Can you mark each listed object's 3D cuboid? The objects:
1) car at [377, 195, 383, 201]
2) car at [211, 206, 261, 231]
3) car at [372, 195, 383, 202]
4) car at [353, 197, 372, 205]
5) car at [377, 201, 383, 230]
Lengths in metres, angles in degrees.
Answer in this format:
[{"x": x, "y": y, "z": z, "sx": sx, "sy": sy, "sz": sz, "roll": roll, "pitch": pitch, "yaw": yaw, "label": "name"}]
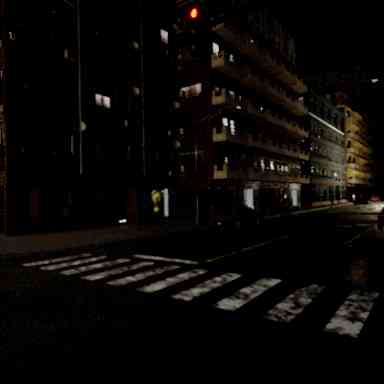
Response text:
[{"x": 45.381, "y": 1.337, "z": 79.159, "sx": 1.947, "sy": 1.339, "sz": 4.313, "roll": -2, "pitch": -1, "yaw": 36, "label": "car"}, {"x": 2.947, "y": 1.634, "z": 21.569, "sx": 1.887, "sy": 1.381, "sz": 4.507, "roll": -2, "pitch": -1, "yaw": 36, "label": "car"}, {"x": 38.656, "y": 1.401, "z": 69.997, "sx": 1.802, "sy": 1.307, "sz": 4.206, "roll": -2, "pitch": -1, "yaw": 36, "label": "car"}, {"x": 28.568, "y": 1.458, "z": 56.255, "sx": 1.947, "sy": 1.339, "sz": 4.313, "roll": -2, "pitch": -1, "yaw": 36, "label": "car"}, {"x": 11.870, "y": 1.387, "z": 19.175, "sx": 1.887, "sy": 1.381, "sz": 4.507, "roll": -2, "pitch": -1, "yaw": 36, "label": "car"}]
